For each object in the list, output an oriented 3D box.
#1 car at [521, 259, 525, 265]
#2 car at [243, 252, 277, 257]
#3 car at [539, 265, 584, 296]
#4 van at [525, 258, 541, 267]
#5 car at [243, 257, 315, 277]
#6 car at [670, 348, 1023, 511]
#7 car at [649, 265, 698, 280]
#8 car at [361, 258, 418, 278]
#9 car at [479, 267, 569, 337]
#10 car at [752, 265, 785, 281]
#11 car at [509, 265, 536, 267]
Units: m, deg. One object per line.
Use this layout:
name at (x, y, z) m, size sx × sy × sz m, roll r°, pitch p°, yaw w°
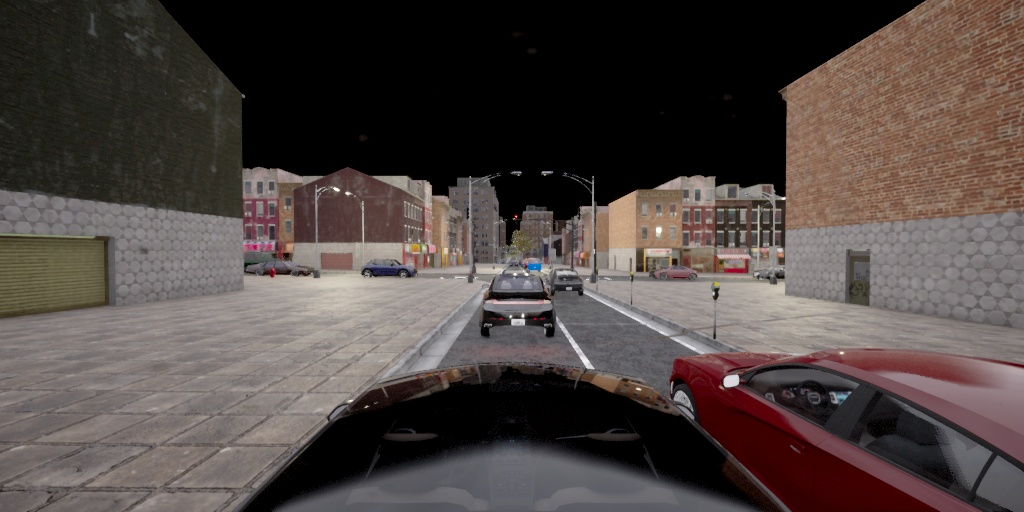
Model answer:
car at (2.922, 1.249, 56.737) m, size 2.192 × 1.841 × 5.009 m, roll 0°, pitch 0°, yaw 0°
car at (-25.271, 0.671, 34.368) m, size 5.566 × 2.045 × 2.150 m, roll 1°, pitch 1°, yaw 0°
car at (2.725, 1.316, 19.201) m, size 2.007 × 1.370 × 4.403 m, roll 0°, pitch 0°, yaw 0°
van at (2.867, 1.210, 46.156) m, size 1.690 × 1.789 × 3.998 m, roll 0°, pitch 0°, yaw 0°
car at (-20.159, 1.106, 31.380) m, size 5.357 × 1.411 × 2.033 m, roll 1°, pitch 1°, yaw 0°
car at (2.637, 1.294, 2.326) m, size 1.888 × 1.381 × 4.507 m, roll 0°, pitch 0°, yaw 0°
car at (15.290, 1.554, 34.094) m, size 4.181 × 1.385 × 1.994 m, roll 1°, pitch 1°, yaw 0°
car at (-10.607, 1.039, 31.322) m, size 4.553 × 1.767 × 2.097 m, roll 1°, pitch 1°, yaw 0°
car at (0.143, 1.243, 10.292) m, size 2.128 × 1.511 × 4.902 m, roll 0°, pitch 0°, yaw 0°
car at (25.584, 1.617, 34.019) m, size 4.902 × 1.511 × 2.128 m, roll 1°, pitch 1°, yaw 0°
car at (0.222, 1.369, 20.335) m, size 1.895 × 1.301 × 4.718 m, roll 0°, pitch 0°, yaw 1°
